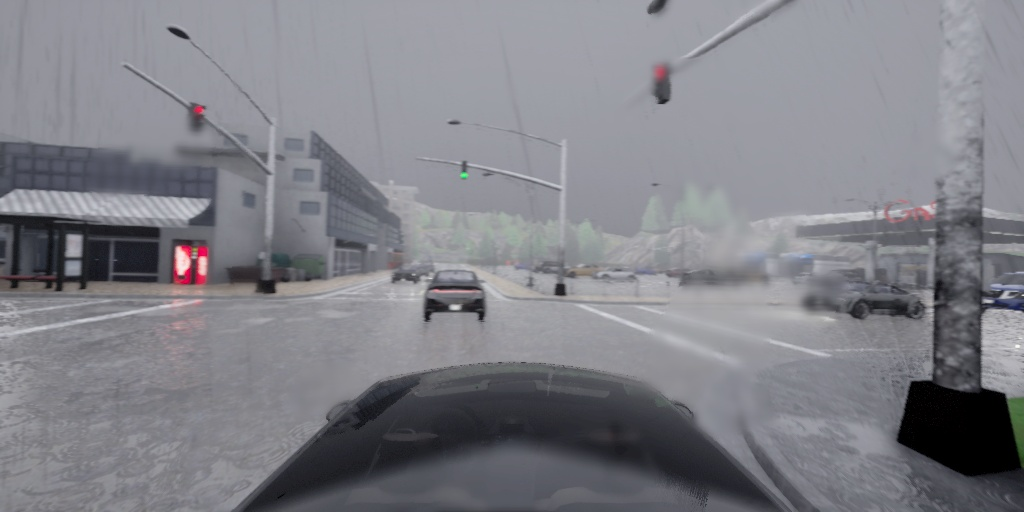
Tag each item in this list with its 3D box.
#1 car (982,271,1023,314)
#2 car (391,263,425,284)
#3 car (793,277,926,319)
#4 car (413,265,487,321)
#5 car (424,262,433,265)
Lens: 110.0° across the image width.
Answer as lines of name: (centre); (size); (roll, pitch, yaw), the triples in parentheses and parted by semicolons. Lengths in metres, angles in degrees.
car: (23.563, 1.717, 16.101); (5.566, 2.045, 2.150); (2, -1, -9)
car: (-8.222, 1.432, 28.190); (1.895, 1.301, 4.718); (2, -1, -9)
car: (14.224, 1.749, 14.633); (4.181, 1.385, 1.994); (2, -1, -9)
car: (-1.923, 1.211, 12.176); (2.128, 1.511, 4.902); (1, -1, -9)
car: (-9.798, 1.472, 38.092); (1.994, 1.385, 4.181); (2, -1, -9)
